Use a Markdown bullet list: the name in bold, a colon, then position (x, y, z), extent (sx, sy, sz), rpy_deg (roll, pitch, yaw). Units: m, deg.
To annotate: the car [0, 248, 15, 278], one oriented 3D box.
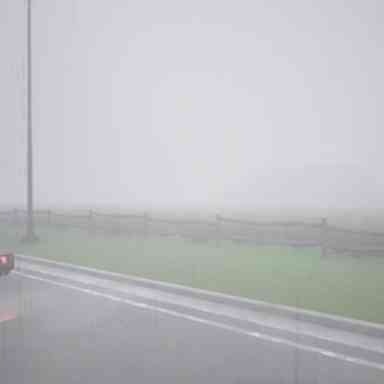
- **car**: position (-6.757, 1.702, 8.810), extent (4.718, 1.301, 1.895), rpy_deg (-1, 0, 35)
